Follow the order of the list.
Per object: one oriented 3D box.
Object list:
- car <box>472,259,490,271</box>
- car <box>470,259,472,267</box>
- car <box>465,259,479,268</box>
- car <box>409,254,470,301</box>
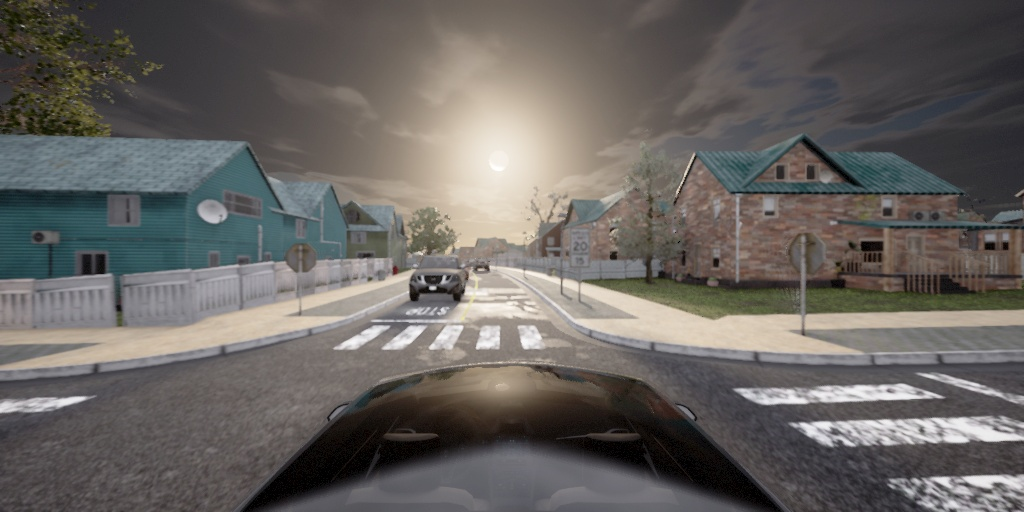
[{"bbox_3d":[-4.052,1.206,47.091,1.837,1.490,4.892,0,-2,-10],"label":"car"},{"bbox_3d":[-4.466,1.181,29.489,1.882,1.535,5.008,0,1,-6],"label":"car"},{"bbox_3d":[-6.834,1.293,60.328,1.812,1.442,4.674,0,0,-13],"label":"car"},{"bbox_3d":[-3.415,0.946,17.350,2.150,2.045,5.566,0,0,-4],"label":"car"}]
